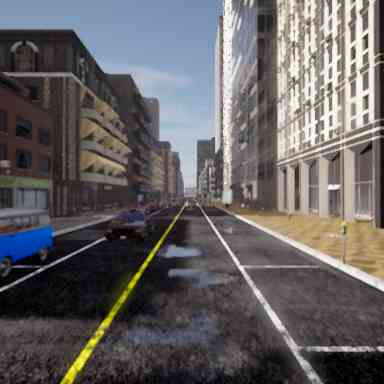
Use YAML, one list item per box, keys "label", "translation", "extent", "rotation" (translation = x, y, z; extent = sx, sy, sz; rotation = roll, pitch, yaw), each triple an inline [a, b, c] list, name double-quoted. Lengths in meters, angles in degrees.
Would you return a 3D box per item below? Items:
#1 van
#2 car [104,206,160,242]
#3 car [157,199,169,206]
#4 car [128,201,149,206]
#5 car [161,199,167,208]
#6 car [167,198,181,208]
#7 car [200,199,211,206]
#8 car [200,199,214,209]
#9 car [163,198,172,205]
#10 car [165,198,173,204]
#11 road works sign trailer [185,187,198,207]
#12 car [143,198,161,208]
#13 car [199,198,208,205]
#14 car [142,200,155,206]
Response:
- label: "van"
  translation: [-5.692, 1.420, 9.992]
  extent: [1.690, 1.788, 3.998]
  rotation: [0, 0, 0]
- label: "car"
  translation: [-3.105, 1.686, 17.640]
  extent: [2.033, 1.411, 5.357]
  rotation: [0, 0, 0]
- label: "car"
  translation: [-5.703, 2.095, 66.473]
  extent: [2.008, 1.369, 4.403]
  rotation: [0, 0, 0]
- label: "car"
  translation: [-5.697, 1.840, 32.583]
  extent: [1.802, 1.307, 4.206]
  rotation: [0, 0, 0]
- label: "car"
  translation: [-5.701, 1.889, 55.178]
  extent: [1.967, 1.590, 4.097]
  rotation: [0, 0, 0]
- label: "car"
  translation: [-3.065, 2.002, 58.423]
  extent: [1.812, 1.442, 4.674]
  rotation: [0, 0, 0]
- label: "car"
  translation: [2.677, 2.096, 66.475]
  extent: [2.008, 1.369, 4.403]
  rotation: [0, 0, 0]
- label: "car"
  translation: [2.680, 1.976, 55.349]
  extent: [1.752, 1.417, 4.829]
  rotation: [0, 0, 0]
- label: "car"
  translation: [-5.705, 2.209, 77.769]
  extent: [1.947, 1.339, 4.313]
  rotation: [0, 0, 0]
- label: "car"
  translation: [-5.706, 2.217, 83.249]
  extent: [1.752, 1.417, 4.829]
  rotation: [0, -1, 0]
- label: "road works sign trailer"
  translation: [-0.011, 0.962, 60.994]
  extent: [2.380, 3.560, 2.880]
  rotation: [0, 0, 0]
- label: "car"
  translation: [-5.699, 1.669, 43.882]
  extent: [2.192, 1.841, 5.009]
  rotation: [0, 0, 0]
- label: "car"
  translation: [2.676, 2.209, 77.771]
  extent: [1.947, 1.339, 4.313]
  rotation: [0, -1, 0]
- label: "car"
  translation: [-5.697, 1.888, 38.231]
  extent: [1.802, 1.307, 4.206]
  rotation: [0, 0, 0]
